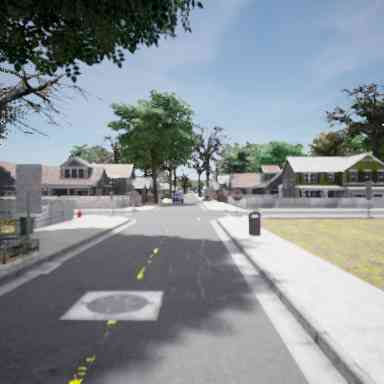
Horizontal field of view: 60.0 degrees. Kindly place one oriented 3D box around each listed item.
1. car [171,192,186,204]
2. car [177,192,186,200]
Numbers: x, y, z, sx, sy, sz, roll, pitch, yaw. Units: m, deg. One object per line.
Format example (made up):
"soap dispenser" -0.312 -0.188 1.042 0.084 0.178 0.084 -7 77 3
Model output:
"car" -2.749 1.166 64.979 2.150 2.045 5.566 0 1 0
"car" -2.750 0.956 89.982 2.150 2.045 5.566 0 0 0
